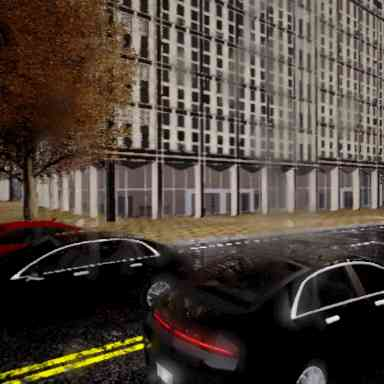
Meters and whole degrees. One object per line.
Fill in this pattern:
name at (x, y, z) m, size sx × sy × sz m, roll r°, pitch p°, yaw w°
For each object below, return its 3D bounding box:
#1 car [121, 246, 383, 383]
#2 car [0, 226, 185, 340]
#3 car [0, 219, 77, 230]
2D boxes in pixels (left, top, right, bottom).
car at (1.707, 1.536, 4.659) m, size 4.892 × 1.490 × 1.837 m, roll 0°, pitch 0°, yaw -36°
car at (-2.243, 1.516, 6.076) m, size 4.892 × 1.490 × 1.837 m, roll 1°, pitch 0°, yaw -36°
car at (-4.397, 1.485, 8.533) m, size 5.008 × 1.535 × 1.882 m, roll 1°, pitch 0°, yaw -36°
